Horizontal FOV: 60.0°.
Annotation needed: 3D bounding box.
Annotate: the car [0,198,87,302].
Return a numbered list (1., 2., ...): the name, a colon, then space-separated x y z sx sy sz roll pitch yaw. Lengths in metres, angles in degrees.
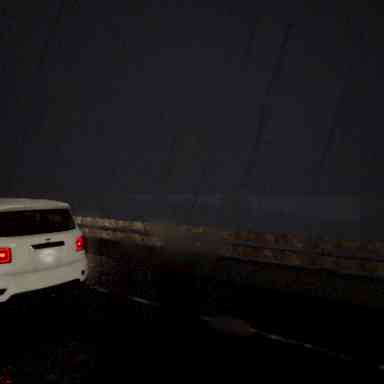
1. car: -4.683 1.150 7.364 5.566 2.045 2.150 1 0 36
